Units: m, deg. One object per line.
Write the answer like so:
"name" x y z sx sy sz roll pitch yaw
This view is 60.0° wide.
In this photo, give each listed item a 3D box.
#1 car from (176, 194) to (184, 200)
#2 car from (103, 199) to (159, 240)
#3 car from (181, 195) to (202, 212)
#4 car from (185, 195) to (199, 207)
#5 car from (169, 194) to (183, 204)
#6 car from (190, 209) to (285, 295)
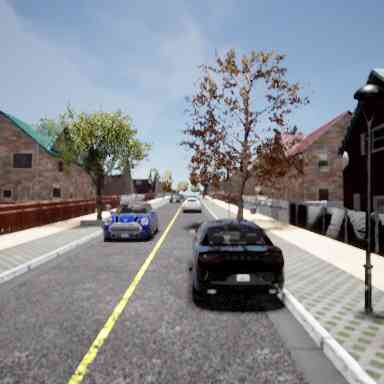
"car" -2.874 1.200 83.137 1.812 1.442 4.674 0 0 0
"car" -2.873 1.275 16.467 2.097 1.767 4.553 0 0 0
"car" 0.016 1.366 35.577 1.812 1.442 4.674 0 0 0
"car" -0.016 1.268 47.194 1.882 1.535 5.008 0 0 0
"car" -2.910 1.242 57.443 2.128 1.511 4.902 0 0 0
"car" 0.951 1.437 8.674 1.882 1.535 5.008 0 0 0
